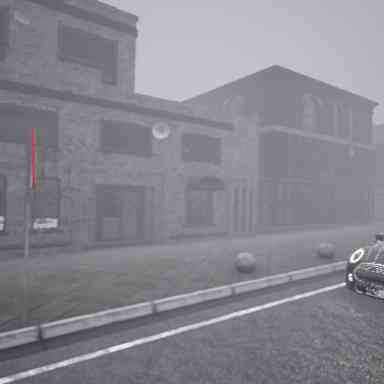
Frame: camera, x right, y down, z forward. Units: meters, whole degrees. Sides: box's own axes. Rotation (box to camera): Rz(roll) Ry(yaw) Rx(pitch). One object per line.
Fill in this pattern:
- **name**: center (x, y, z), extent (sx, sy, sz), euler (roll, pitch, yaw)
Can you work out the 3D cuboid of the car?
- **car**: center (5.560, 1.409, 7.657), extent (4.553, 1.767, 2.097), euler (1, -1, -36)
